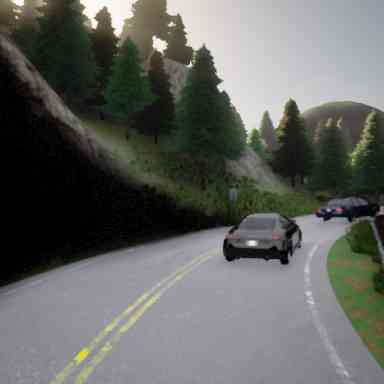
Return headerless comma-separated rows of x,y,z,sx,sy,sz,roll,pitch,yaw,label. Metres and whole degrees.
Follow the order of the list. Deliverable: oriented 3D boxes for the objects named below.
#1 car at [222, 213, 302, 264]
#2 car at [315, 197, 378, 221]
2.490,1.380,11.219,1.994,1.385,4.181,-2,0,24,car
9.846,1.018,20.875,5.357,1.411,2.033,-3,-1,-39,car
